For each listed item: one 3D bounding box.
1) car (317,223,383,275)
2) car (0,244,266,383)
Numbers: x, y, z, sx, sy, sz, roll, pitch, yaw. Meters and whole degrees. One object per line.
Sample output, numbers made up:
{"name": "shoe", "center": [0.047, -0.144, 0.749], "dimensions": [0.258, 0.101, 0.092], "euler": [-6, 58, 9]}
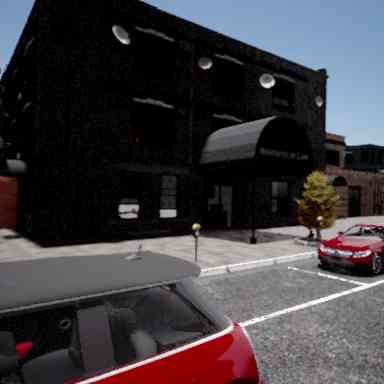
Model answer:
{"name": "car", "center": [5.809, 1.667, 10.687], "dimensions": [4.206, 1.307, 1.802], "euler": [1, 1, -35]}
{"name": "car", "center": [-1.640, 1.351, 2.210], "dimensions": [4.553, 1.767, 2.097], "euler": [1, 0, -35]}
